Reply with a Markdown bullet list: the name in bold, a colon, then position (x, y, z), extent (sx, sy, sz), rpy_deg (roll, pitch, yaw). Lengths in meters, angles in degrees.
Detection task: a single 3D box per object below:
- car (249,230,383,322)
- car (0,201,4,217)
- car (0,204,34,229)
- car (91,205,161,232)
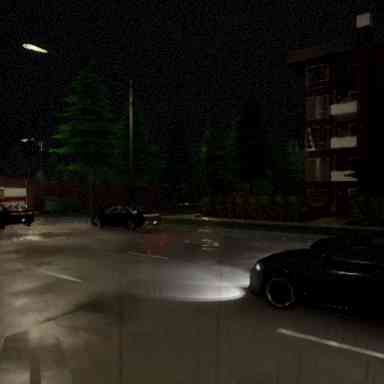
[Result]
- **car**: position (3.241, 1.568, 6.391), extent (4.181, 1.385, 1.994), rpy_deg (0, 0, 36)
- **car**: position (-20.296, 1.594, 31.792), extent (5.357, 1.411, 2.033), rpy_deg (0, 0, 36)
- **car**: position (-12.303, 1.523, 21.787), extent (4.902, 1.511, 2.128), rpy_deg (0, 0, 36)
- **car**: position (-4.071, 1.516, 20.211), extent (4.902, 1.511, 2.128), rpy_deg (0, 0, 36)
